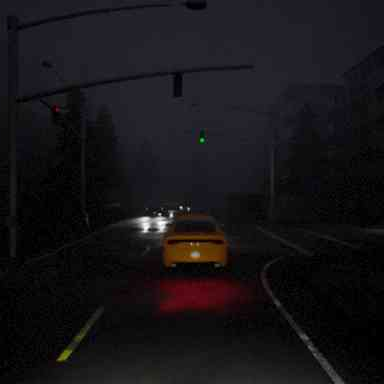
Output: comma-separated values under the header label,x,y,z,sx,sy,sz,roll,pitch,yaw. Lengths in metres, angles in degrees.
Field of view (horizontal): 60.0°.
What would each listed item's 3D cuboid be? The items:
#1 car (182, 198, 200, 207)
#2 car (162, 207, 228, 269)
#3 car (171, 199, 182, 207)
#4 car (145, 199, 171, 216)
label,x,y,z,sx,sy,sz,roll,pitch,yaw
car,-0.221,1.665,53.384,1.994,1.385,4.181,0,0,25
car,0.091,1.499,11.231,1.882,1.535,5.008,0,0,0
car,-2.992,1.608,43.499,1.812,1.442,4.674,0,0,8
car,-3.534,1.665,33.876,1.895,1.301,4.718,0,0,1
